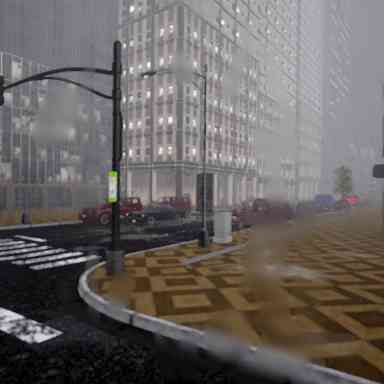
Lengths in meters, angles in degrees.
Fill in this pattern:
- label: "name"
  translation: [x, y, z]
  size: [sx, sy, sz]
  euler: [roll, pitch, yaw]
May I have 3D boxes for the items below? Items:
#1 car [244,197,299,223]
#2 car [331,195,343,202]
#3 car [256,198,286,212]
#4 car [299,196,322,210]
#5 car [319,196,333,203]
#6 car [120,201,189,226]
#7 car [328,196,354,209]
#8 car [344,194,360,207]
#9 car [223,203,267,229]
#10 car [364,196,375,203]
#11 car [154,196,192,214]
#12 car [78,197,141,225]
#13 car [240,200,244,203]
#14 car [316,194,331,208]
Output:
- label: "car"
  translation: [6.585, 1.412, 27.054]
  size: [2.192, 1.841, 5.009]
  euler: [1, 0, 35]
- label: "car"
  translation: [36.005, 1.576, 82.560]
  size: [1.752, 1.417, 4.829]
  euler: [1, 0, 35]
- label: "car"
  translation: [9.840, 1.511, 41.226]
  size: [1.882, 1.535, 5.008]
  euler: [1, 1, 36]
- label: "car"
  translation: [15.114, 1.646, 43.695]
  size: [1.994, 1.385, 4.181]
  euler: [1, 1, 35]
- label: "car"
  translation: [29.698, 1.622, 73.639]
  size: [1.802, 1.307, 4.206]
  euler: [1, 0, 35]
- label: "car"
  translation: [-2.542, 1.606, 23.753]
  size: [1.895, 1.301, 4.718]
  euler: [1, 1, 35]
- label: "car"
  translation: [21.231, 1.658, 47.209]
  size: [1.812, 1.442, 4.674]
  euler: [1, 1, 35]
- label: "car"
  translation: [25.257, 1.369, 52.972]
  size: [2.150, 2.045, 5.566]
  euler: [1, 1, 35]
- label: "car"
  translation: [3.097, 1.671, 22.125]
  size: [1.802, 1.307, 4.206]
  euler: [1, 0, 35]
- label: "car"
  translation: [39.336, 1.601, 73.621]
  size: [1.967, 1.590, 4.097]
  euler: [1, 0, 35]
- label: "car"
  translation: [-1.970, 1.289, 29.051]
  size: [2.192, 1.841, 5.009]
  euler: [1, 0, 35]
- label: "car"
  translation: [-5.624, 1.280, 23.880]
  size: [2.192, 1.841, 5.009]
  euler: [1, 0, 35]
- label: "car"
  translation: [7.529, 1.436, 42.381]
  size: [1.967, 1.590, 4.097]
  euler: [1, 0, 35]
- label: "car"
  translation: [20.501, 1.314, 51.407]
  size: [2.150, 2.045, 5.566]
  euler: [1, 1, 35]
